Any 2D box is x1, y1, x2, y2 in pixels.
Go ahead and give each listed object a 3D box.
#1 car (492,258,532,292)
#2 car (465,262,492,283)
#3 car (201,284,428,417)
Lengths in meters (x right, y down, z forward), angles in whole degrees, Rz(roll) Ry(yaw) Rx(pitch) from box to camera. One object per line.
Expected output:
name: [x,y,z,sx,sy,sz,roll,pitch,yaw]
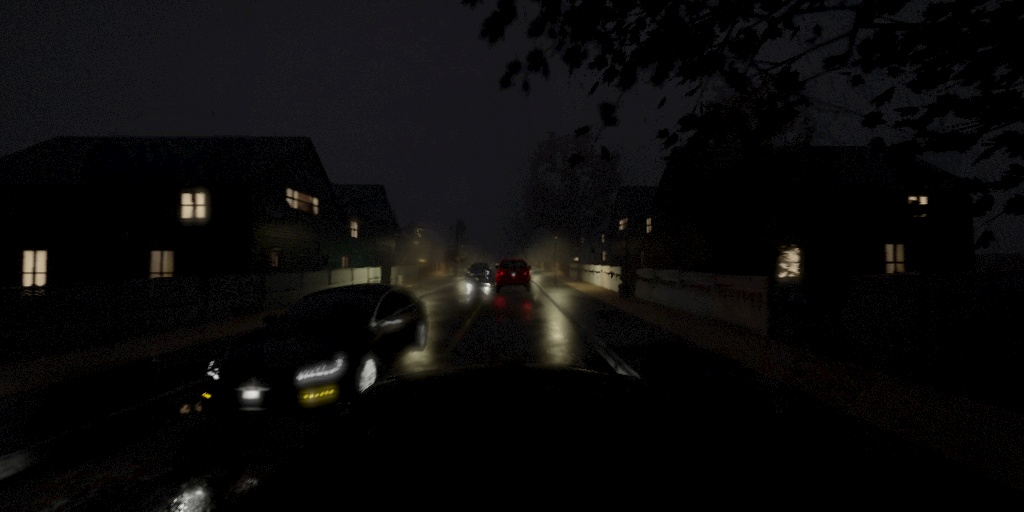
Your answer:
car: [0.095,1.176,23.355,2.150,2.045,5.566,0,0,0]
car: [-2.845,1.380,31.739,2.097,1.767,4.553,0,-1,0]
car: [-2.835,1.300,6.369,1.837,1.490,4.892,0,-1,1]
